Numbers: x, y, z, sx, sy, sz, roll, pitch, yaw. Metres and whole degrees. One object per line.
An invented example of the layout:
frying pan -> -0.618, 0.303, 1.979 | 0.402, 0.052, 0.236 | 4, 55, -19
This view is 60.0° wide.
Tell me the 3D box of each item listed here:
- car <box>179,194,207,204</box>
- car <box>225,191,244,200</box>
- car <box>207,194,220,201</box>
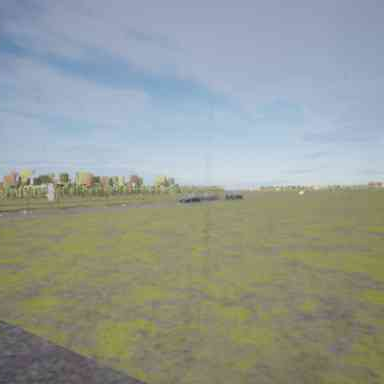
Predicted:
car -> -0.031, 1.165, 53.348 | 1.895, 1.301, 4.718 | -1, 0, 35
car -> 8.436, 0.679, 65.402 | 2.097, 1.767, 4.553 | -1, 0, 35
car -> 3.264, 1.014, 62.820 | 2.033, 1.411, 5.357 | -1, 0, 35
